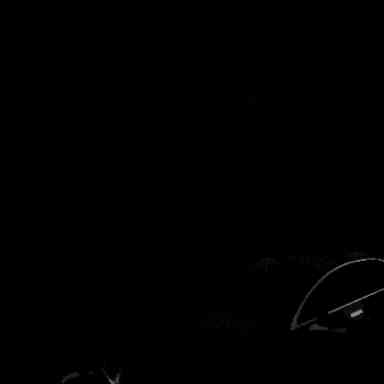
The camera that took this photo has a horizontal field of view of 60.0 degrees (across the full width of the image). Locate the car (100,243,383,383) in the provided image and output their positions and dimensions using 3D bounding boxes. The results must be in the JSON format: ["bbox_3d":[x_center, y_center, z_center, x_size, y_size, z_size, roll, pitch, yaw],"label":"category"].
[{"bbox_3d":[1.301,1.515,4.310,4.892,1.490,1.837,0,0,-36],"label":"car"}]
